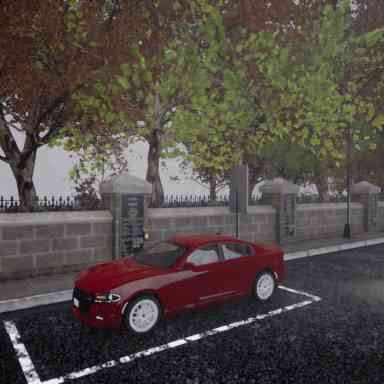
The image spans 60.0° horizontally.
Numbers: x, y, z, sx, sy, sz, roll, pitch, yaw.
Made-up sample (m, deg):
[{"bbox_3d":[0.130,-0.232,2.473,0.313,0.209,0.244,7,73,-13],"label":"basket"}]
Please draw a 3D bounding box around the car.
[{"bbox_3d":[-0.045,1.545,6.688,4.507,1.381,1.887,0,0,-36],"label":"car"}]
